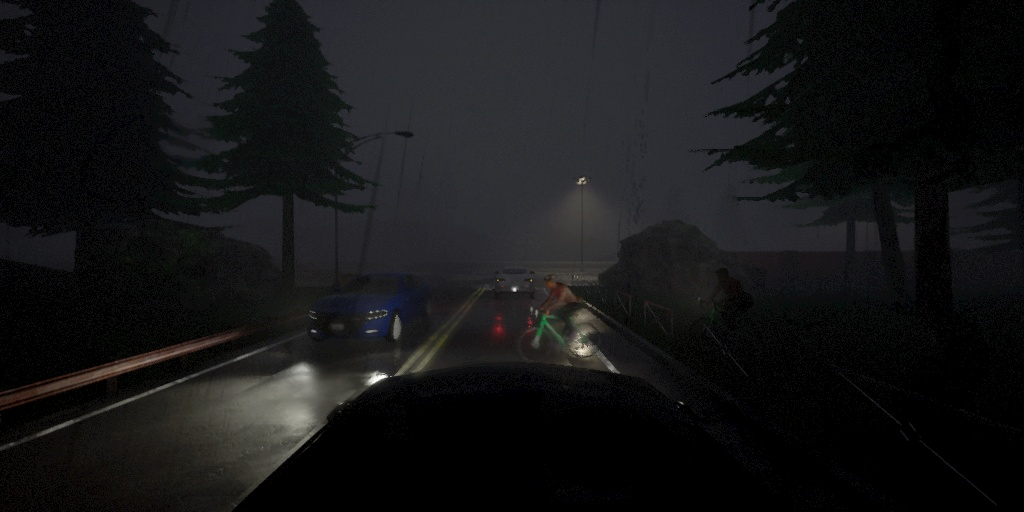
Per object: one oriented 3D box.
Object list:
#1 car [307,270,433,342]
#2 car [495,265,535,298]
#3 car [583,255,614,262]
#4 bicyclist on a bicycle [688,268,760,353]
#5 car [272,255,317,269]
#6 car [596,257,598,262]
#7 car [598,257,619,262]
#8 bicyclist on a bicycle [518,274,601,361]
[{"bbox_3d":[-3.552,1.183,9.871,1.882,1.535,5.008,0,0,1],"label":"car"},{"bbox_3d":[0.121,1.188,17.770,1.812,1.442,4.674,0,0,0],"label":"car"},{"bbox_3d":[13.897,0.860,57.662,5.566,2.045,2.150,0,0,0],"label":"car"},{"bbox_3d":[4.098,1.059,6.839,1.656,1.620,0.582,4,-1,-14],"label":"bicyclist on a bicycle"},{"bbox_3d":[-24.720,0.959,39.671,5.566,2.045,2.150,0,0,0],"label":"car"},{"bbox_3d":[15.423,1.222,54.174,4.181,1.385,1.994,0,0,0],"label":"car"},{"bbox_3d":[15.049,1.203,50.676,4.674,1.442,1.812,0,0,0],"label":"car"},{"bbox_3d":[0.893,1.157,6.708,1.656,1.620,0.582,-2,0,-12],"label":"bicyclist on a bicycle"}]
